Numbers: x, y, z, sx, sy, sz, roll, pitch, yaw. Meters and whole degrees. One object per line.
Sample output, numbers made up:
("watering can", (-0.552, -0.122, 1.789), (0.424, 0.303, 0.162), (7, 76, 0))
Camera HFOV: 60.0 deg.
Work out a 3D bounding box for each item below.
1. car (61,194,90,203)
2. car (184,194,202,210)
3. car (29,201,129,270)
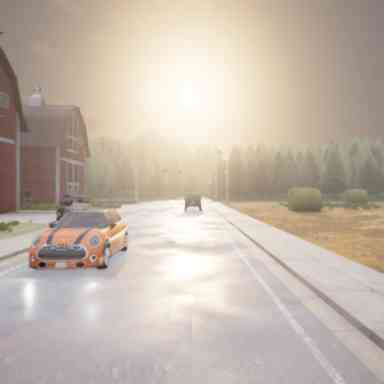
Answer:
("car", (-7.646, 1.157, 22.505), (1.905, 1.878, 3.866), (8, -3, -42))
("car", (0.130, 1.246, 42.769), (2.150, 2.045, 5.566), (0, 0, 0))
("car", (-3.492, 1.358, 11.102), (2.097, 1.767, 4.553), (0, 0, 0))
